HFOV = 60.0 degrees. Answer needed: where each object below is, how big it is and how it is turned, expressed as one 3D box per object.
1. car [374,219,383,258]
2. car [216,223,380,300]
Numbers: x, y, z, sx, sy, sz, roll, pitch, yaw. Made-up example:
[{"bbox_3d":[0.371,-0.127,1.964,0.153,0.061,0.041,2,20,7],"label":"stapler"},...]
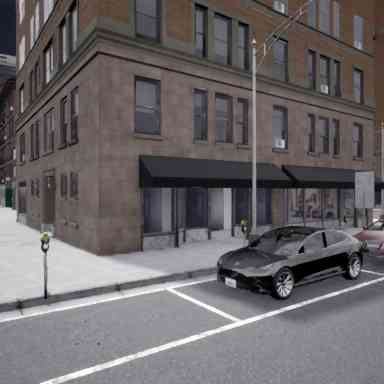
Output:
[{"bbox_3d":[7.080,1.582,11.573,4.206,1.307,1.802,0,0,-35],"label":"car"},{"bbox_3d":[2.599,1.566,8.382,4.313,1.339,1.947,0,0,-35],"label":"car"}]
